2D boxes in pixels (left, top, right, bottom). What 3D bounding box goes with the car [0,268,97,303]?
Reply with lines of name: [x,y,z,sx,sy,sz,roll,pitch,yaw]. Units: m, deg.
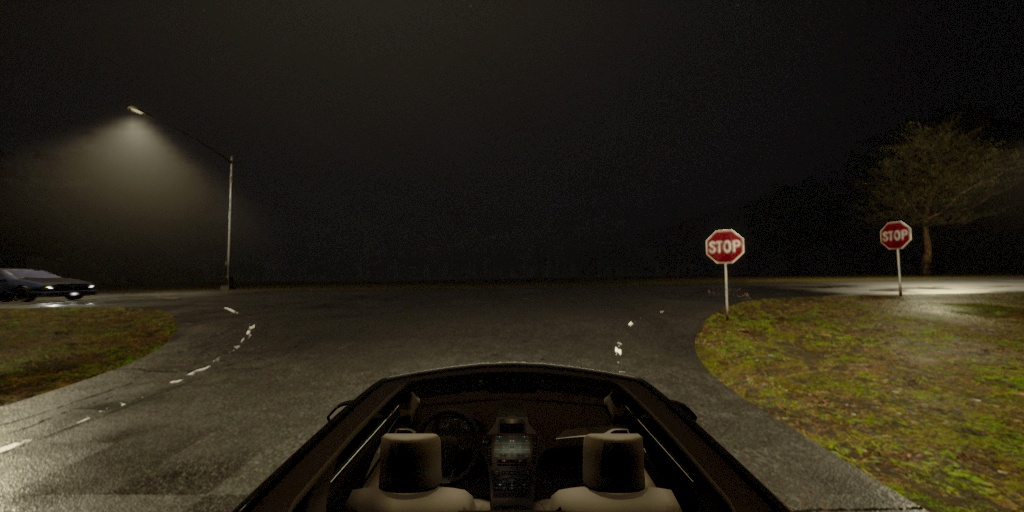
car: [-20.722,1.202,14.851,5.357,1.411,2.033,-1,-3,1]
